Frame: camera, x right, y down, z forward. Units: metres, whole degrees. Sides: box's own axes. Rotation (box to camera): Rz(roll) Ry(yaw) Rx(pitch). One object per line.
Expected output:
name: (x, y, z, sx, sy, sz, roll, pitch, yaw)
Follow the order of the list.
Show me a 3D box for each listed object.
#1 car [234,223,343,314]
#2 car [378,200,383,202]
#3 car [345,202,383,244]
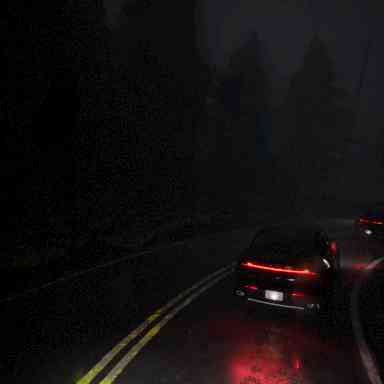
car: (2.426, 1.503, 7.857, 1.837, 1.490, 4.892, 2, 1, 25)
car: (12.880, 1.133, 21.244, 4.181, 1.385, 1.994, -2, 5, -29)
car: (9.478, 1.410, 15.352, 4.892, 1.490, 1.837, -1, 5, -33)
